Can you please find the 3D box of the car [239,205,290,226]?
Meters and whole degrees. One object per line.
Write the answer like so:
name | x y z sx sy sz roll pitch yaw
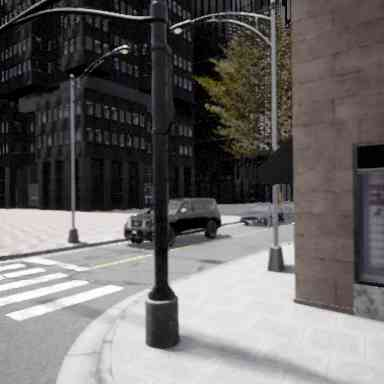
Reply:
car | 5.529 1.649 24.683 2.033 1.411 5.357 -1 0 37

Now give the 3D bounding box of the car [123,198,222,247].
car | -0.726 1.333 16.171 2.150 2.045 5.566 -1 0 38
